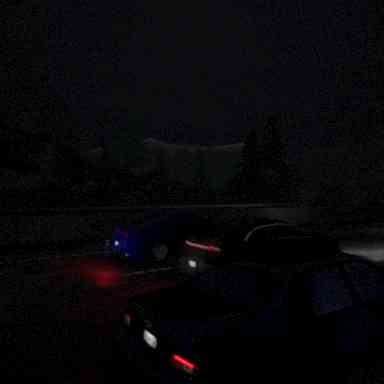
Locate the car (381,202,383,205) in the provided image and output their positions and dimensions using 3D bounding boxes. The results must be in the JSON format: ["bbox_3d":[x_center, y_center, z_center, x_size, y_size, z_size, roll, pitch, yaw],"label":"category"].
[{"bbox_3d":[22.769,1.482,35.094,4.674,1.442,1.812,0,0,-20],"label":"car"}]

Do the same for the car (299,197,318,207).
[{"bbox_3d":[16.420,1.440,43.886,4.892,1.490,1.837,0,0,-21],"label":"car"}]

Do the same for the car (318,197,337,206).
[{"bbox_3d":[18.112,1.505,40.788,4.181,1.385,1.994,0,0,-21],"label":"car"}]

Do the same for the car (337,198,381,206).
[{"bbox_3d":[19.252,1.426,37.489,5.008,1.535,1.882,0,0,-21],"label":"car"}]

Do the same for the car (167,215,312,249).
[{"bbox_3d":[2.053,1.476,9.132,4.902,1.511,2.128,0,0,-32],"label":"car"}]

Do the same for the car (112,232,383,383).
[{"bbox_3d":[1.662,1.539,4.766,5.357,1.411,2.033,0,0,-33],"label":"car"}]

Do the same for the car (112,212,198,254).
[{"bbox_3d":[-0.286,1.454,11.796,5.008,1.535,1.882,0,0,-33],"label":"car"}]
